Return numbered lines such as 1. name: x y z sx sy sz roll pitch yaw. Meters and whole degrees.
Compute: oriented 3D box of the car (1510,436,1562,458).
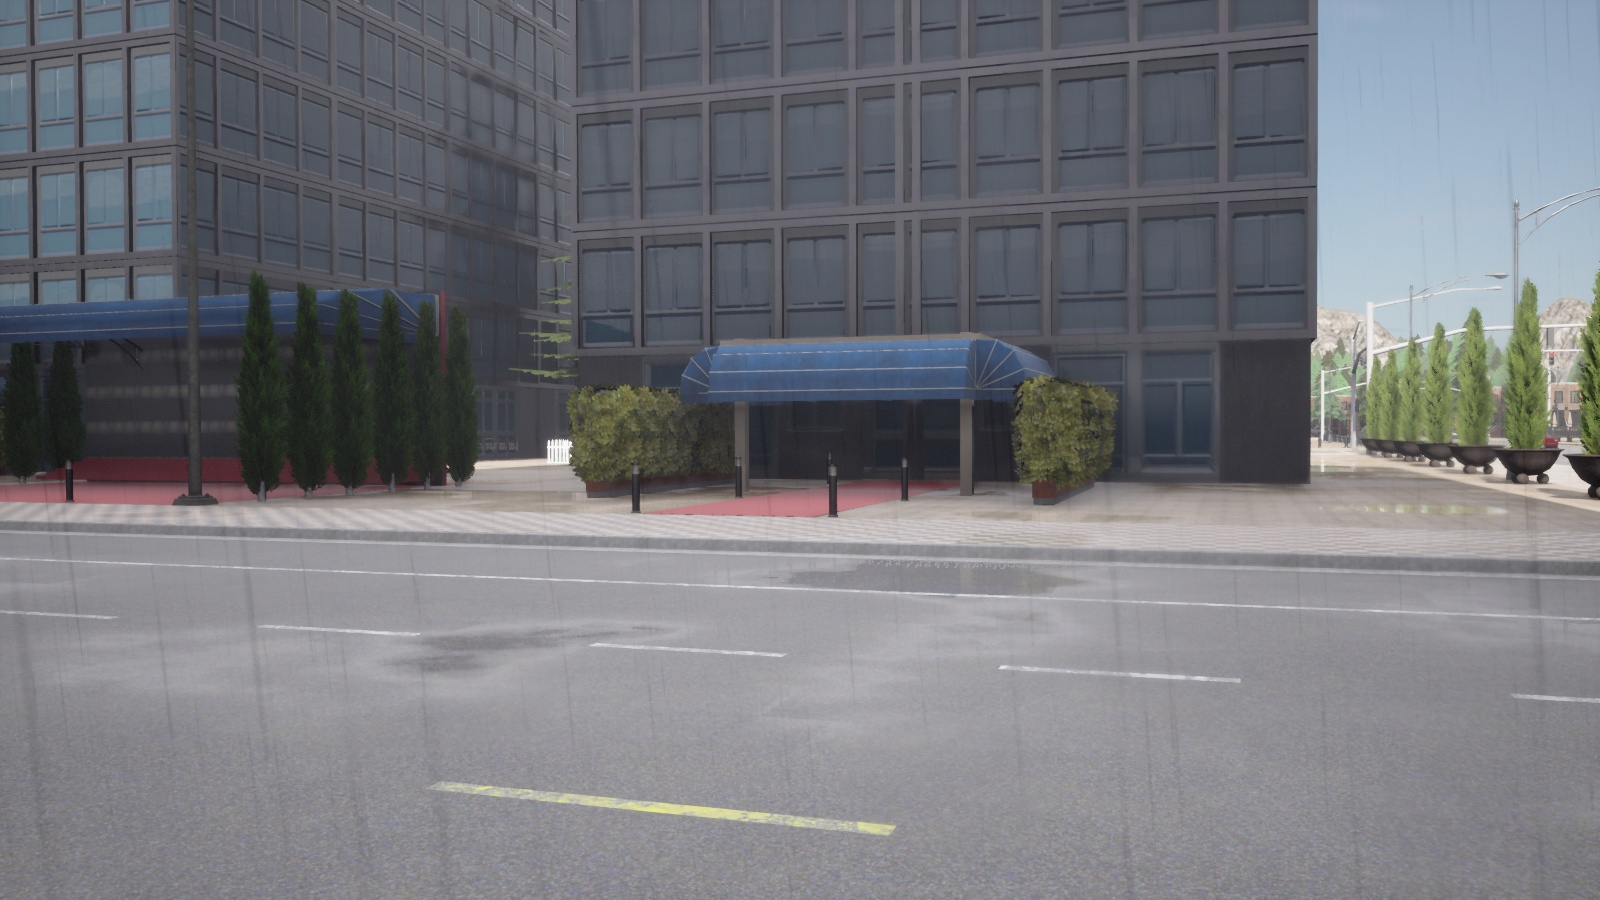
1. car: 45.812 -0.185 78.291 1.895 1.301 4.718 1 1 19
